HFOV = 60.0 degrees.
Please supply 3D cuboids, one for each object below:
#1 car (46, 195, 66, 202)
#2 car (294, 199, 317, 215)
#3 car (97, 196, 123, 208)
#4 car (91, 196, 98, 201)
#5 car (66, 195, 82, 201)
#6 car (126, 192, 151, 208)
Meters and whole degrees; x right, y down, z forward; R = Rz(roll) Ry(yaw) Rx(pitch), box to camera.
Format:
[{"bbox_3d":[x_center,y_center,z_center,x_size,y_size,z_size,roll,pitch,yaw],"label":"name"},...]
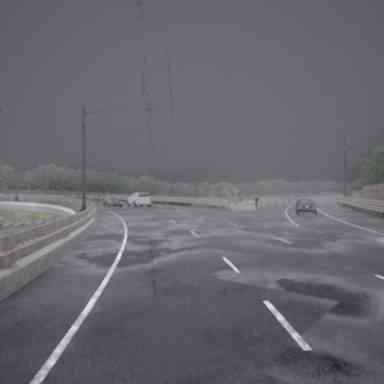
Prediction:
[{"bbox_3d":[-29.290,1.361,70.664,5.008,1.535,1.882,0,0,44],"label":"car"},{"bbox_3d":[10.798,1.370,31.568,2.033,1.411,5.357,0,0,16],"label":"car"},{"bbox_3d":[-10.903,1.431,45.228,2.033,1.411,5.357,0,0,-28],"label":"car"},{"bbox_3d":[-19.614,1.429,70.490,1.895,1.301,4.718,-1,0,-43],"label":"car"},{"bbox_3d":[-26.476,1.339,72.790,5.008,1.535,1.882,0,0,44],"label":"car"},{"bbox_3d":[-7.353,1.085,45.788,2.150,2.045,5.566,0,0,-26],"label":"car"}]
